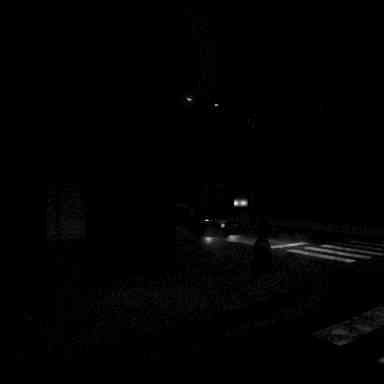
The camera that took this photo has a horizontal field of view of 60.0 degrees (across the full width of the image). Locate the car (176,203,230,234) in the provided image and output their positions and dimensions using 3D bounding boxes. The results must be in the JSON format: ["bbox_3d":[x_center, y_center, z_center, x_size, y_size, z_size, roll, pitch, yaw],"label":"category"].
[{"bbox_3d":[0.079,1.406,18.631,2.128,1.511,4.902,0,0,-37],"label":"car"}]
